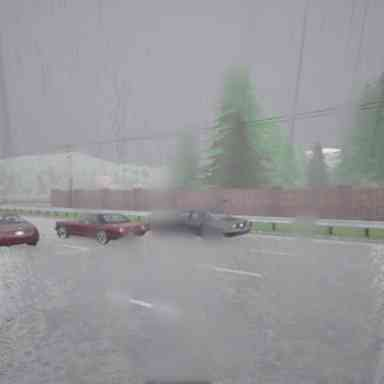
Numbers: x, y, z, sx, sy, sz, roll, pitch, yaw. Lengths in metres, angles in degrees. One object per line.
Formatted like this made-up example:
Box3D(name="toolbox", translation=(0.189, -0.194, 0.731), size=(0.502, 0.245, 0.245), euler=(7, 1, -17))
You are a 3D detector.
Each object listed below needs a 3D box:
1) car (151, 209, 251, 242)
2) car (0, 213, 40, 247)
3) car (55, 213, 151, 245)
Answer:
Box3D(name="car", translation=(0.226, 1.573, 16.691), size=(5.357, 1.411, 2.033), euler=(0, 0, 36))
Box3D(name="car", translation=(-8.431, 1.605, 14.291), size=(4.181, 1.385, 1.994), euler=(0, 0, 36))
Box3D(name="car", translation=(-4.427, 1.635, 15.729), size=(4.718, 1.301, 1.895), euler=(0, 0, 36))
